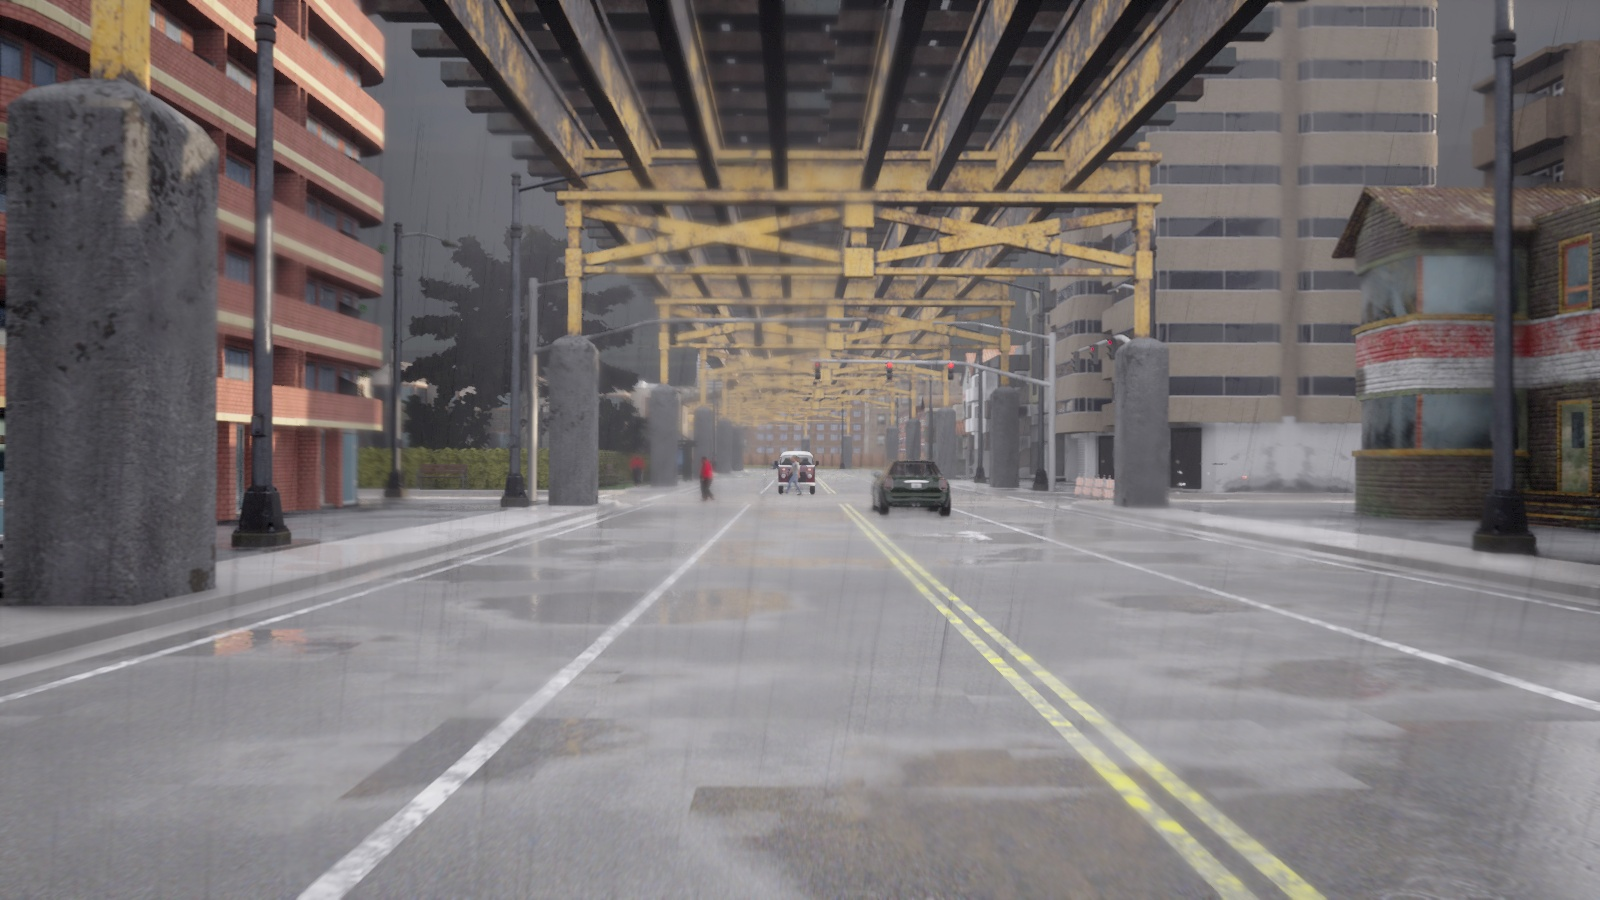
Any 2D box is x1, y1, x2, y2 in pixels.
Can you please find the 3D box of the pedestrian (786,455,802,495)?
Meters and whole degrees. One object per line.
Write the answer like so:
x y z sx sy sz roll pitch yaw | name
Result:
-0.270 1.131 57.169 0.706 1.836 0.354 0 0 -10 | pedestrian

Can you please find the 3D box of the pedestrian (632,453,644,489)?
-8.386 1.081 65.049 0.634 1.844 0.899 0 0 -7 | pedestrian

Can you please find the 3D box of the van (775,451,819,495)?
-0.157 1.080 60.781 2.069 2.038 4.480 0 0 0 | van

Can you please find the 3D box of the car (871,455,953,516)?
3.400 1.055 38.941 2.097 1.767 4.553 0 0 0 | car

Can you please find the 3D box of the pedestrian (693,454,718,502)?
-3.659 1.089 48.545 0.899 1.844 0.634 0 0 3 | pedestrian
